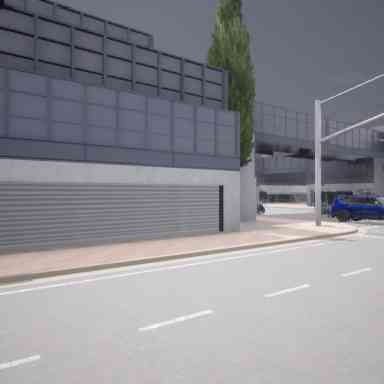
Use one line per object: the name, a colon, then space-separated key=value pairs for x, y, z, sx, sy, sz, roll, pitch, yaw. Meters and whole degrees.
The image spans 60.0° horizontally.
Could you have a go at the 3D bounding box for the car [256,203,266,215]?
car: x=5.211 y=1.351 z=33.483 sx=2.097 sy=1.767 sz=4.553 roll=0 pitch=0 yaw=-37

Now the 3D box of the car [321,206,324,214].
car: x=13.517 y=1.547 z=28.287 sx=2.033 sy=1.411 sz=5.357 roll=0 pitch=0 yaw=-38

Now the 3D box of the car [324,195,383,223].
car: x=12.699 y=1.223 z=23.526 sx=2.150 sy=2.045 sz=5.566 roll=0 pitch=0 yaw=-38
